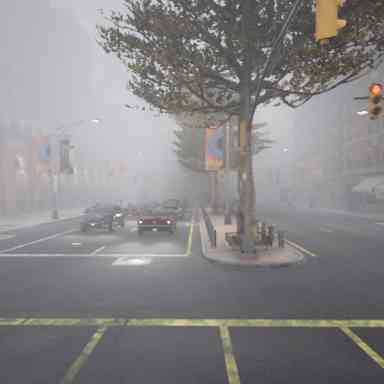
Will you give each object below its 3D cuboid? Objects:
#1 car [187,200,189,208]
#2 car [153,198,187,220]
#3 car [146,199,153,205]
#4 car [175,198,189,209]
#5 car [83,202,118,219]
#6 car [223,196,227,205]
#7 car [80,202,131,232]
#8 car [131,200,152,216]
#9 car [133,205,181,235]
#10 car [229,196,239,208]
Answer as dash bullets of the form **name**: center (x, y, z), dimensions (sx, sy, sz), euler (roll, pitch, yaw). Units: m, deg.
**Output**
- **car**: center (-1.593, 1.606, 38.211), dimensions (2.033, 1.411, 5.357), euler (0, 0, 1)
- **car**: center (-1.743, 1.395, 28.274), dimensions (2.097, 1.767, 4.553), euler (0, 0, 1)
- **car**: center (-5.045, 1.585, 40.635), dimensions (1.812, 1.442, 4.674), euler (0, 0, 1)
- **car**: center (-1.401, 1.601, 48.393), dimensions (1.812, 1.442, 4.674), euler (0, 0, 1)
- **car**: center (-8.356, 1.635, 30.926), dimensions (1.895, 1.301, 4.718), euler (0, 0, 1)
- **car**: center (6.825, 1.454, 59.875), dimensions (2.097, 1.767, 4.553), euler (0, 0, 1)
- **car**: center (-5.361, 1.532, 20.523), dimensions (1.837, 1.490, 4.892), euler (0, 0, 1)
- **car**: center (-5.214, 1.643, 30.407), dimensions (1.895, 1.301, 4.718), euler (0, 0, 1)
- **car**: center (-1.880, 1.629, 19.220), dimensions (1.895, 1.301, 4.718), euler (0, 0, 1)
- **car**: center (6.670, 1.591, 49.486), dimensions (1.837, 1.490, 4.892), euler (0, 0, 1)
